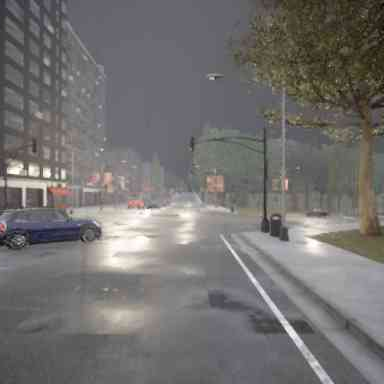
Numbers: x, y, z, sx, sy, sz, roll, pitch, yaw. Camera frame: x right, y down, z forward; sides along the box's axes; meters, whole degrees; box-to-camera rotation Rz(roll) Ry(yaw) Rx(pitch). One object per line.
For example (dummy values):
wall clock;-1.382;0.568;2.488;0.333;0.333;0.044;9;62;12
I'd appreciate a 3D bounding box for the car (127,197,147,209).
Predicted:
car;-9.751;1.972;58.135;2.150;2.045;5.566;0;-1;1

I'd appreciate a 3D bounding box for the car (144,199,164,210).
car;-6.514;2.339;57.458;1.895;1.301;4.718;0;-1;1

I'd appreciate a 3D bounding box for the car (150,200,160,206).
car;-9.738;2.876;87.390;2.033;1.411;5.357;0;-1;0

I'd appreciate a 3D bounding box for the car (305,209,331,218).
car;18.435;3.127;48.664;4.718;1.301;1.895;3;-3;-45

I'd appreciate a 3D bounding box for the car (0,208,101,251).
car;-6.456;1.509;15.049;4.553;1.767;2.097;0;-1;-44

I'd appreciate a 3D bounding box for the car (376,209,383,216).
car;39.137;4.318;69.359;2.033;1.411;5.357;-1;-3;45

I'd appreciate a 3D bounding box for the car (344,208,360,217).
car;28.604;3.612;58.799;4.902;1.511;2.128;3;-2;-45

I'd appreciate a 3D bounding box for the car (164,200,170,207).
car;-6.490;2.515;70.457;2.128;1.511;4.902;0;-1;0
